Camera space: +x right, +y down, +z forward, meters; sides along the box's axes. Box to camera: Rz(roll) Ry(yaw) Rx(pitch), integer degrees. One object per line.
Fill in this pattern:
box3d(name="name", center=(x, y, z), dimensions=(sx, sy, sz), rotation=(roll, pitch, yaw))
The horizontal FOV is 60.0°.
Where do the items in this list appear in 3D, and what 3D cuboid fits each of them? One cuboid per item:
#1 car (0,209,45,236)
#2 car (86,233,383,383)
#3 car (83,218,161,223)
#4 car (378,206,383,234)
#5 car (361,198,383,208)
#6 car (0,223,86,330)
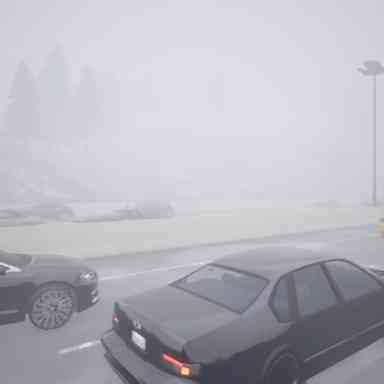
box3d(name="car", center=(-10.643, 1.649, 17.939), dimensions=(4.718, 1.301, 1.895), rotation=(0, 0, -36))
box3d(name="car", center=(1.477, 1.559, 4.883), dimensions=(5.357, 1.411, 2.033), rotation=(0, 0, -36))
box3d(name="car", center=(-4.145, 1.646, 18.370), dimensions=(4.718, 1.301, 1.895), rotation=(0, 0, -37))
box3d(name="car", center=(11.100, 1.511, 16.372), dimensions=(5.008, 1.535, 1.882), rotation=(0, 0, -37))
box3d(name="car", center=(28.447, 1.653, 51.252), dimensions=(5.357, 1.411, 2.033), rotation=(0, 0, -36))
box3d(name="car", center=(-3.991, 1.507, 5.296), dimensions=(4.902, 1.511, 2.128), rotation=(0, 0, -35))
